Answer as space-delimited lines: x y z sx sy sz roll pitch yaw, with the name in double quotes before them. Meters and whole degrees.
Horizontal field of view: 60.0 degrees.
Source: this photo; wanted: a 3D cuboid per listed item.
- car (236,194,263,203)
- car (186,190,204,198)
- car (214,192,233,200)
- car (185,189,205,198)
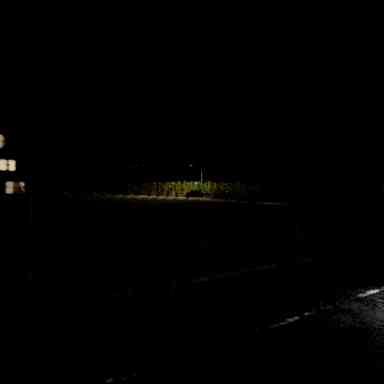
"car" 9.472 1.021 54.743 1.895 1.301 4.718 0 1 -35
"car" 0.588 0.285 67.343 1.812 1.442 4.674 0 1 -35
"car" 6.191 0.780 65.558 1.812 1.442 4.674 0 1 -35
"car" 0.548 0.345 73.426 2.097 1.767 4.553 0 1 -35
